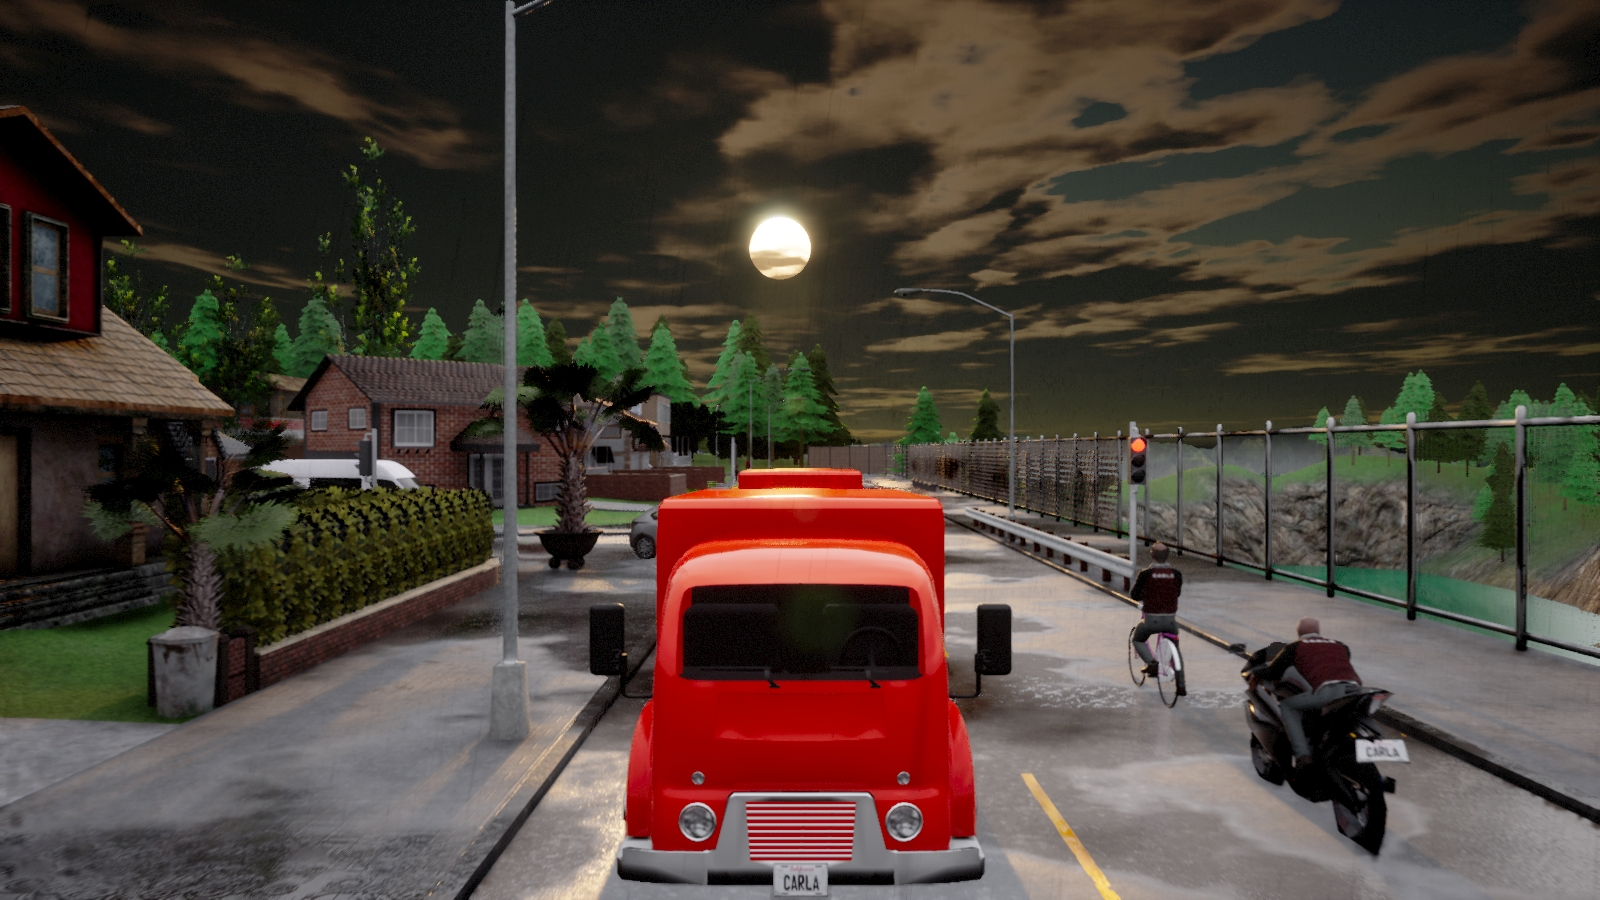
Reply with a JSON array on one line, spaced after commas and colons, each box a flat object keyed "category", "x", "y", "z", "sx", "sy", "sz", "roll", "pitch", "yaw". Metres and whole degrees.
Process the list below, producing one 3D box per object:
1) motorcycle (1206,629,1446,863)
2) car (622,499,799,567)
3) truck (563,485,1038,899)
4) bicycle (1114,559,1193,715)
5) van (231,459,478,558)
[{"category": "motorcycle", "x": 4.001, "y": 2.205, "z": 8.944, "sx": 0.867, "sy": 1.251, "sz": 2.209, "roll": 0, "pitch": 0, "yaw": 0}, {"category": "car", "x": -2.312, "y": 2.066, "z": 29.197, "sx": 4.193, "sy": 1.474, "sz": 1.816, "roll": 0, "pitch": 0, "yaw": 28}, {"category": "truck", "x": 0.001, "y": 1.573, "z": 8.930, "sx": 2.627, "sy": 2.467, "sz": 5.204, "roll": 0, "pitch": 0, "yaw": 0}, {"category": "bicycle", "x": 3.987, "y": 2.060, "z": 12.993, "sx": 0.329, "sy": 1.471, "sz": 1.835, "roll": 0, "pitch": 0, "yaw": 0}, {"category": "van", "x": -11.953, "y": 1.535, "z": 30.956, "sx": 5.915, "sy": 2.561, "sz": 1.988, "roll": 0, "pitch": 0, "yaw": 0}]
